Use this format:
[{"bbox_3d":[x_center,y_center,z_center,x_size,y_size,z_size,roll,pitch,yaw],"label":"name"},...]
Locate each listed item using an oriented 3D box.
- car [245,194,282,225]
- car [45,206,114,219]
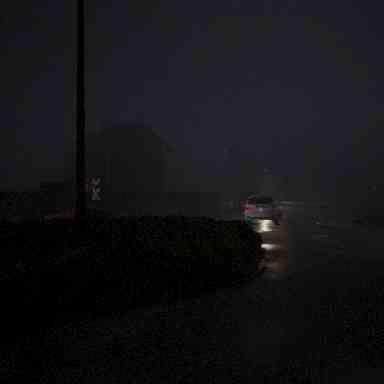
[{"bbox_3d":[5.125,1.197,23.962,2.150,2.045,5.566,-2,0,15],"label":"car"},{"bbox_3d":[-4.937,1.470,17.107,5.008,1.535,1.882,0,0,-35],"label":"car"}]
